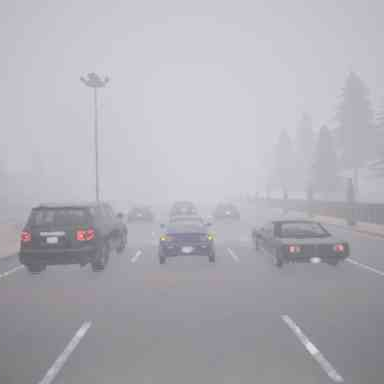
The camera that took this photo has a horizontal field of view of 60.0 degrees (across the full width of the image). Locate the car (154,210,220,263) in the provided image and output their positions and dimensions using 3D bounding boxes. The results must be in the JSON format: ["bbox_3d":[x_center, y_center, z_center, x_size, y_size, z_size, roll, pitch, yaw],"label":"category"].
[{"bbox_3d":[-0.213,1.578,12.168,1.812,1.442,4.674,-1,-1,-2],"label":"car"}]

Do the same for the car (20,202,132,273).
[{"bbox_3d":[-3.702,1.344,11.370,2.150,2.045,5.566,-1,0,-1],"label":"car"}]

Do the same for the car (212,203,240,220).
[{"bbox_3d":[2.804,1.613,28.334,1.994,1.385,4.181,-1,0,-1],"label":"car"}]

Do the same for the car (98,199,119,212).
[{"bbox_3d":[-11.939,1.906,47.725,1.882,1.535,5.008,-1,0,-1],"label":"car"}]

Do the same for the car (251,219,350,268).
[{"bbox_3d":[3.309,1.575,11.247,1.895,1.301,4.718,-1,0,-1],"label":"car"}]

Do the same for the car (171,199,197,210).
[{"bbox_3d":[-0.675,1.468,27.282,2.097,1.767,4.553,-1,0,-1],"label":"car"}]

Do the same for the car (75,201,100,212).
[{"bbox_3d":[-15.479,2.056,49.546,2.033,1.411,5.357,-1,0,-1],"label":"car"}]

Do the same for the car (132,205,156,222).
[{"bbox_3d":[-4.189,1.757,28.069,1.994,1.385,4.181,-1,0,-1],"label":"car"}]
